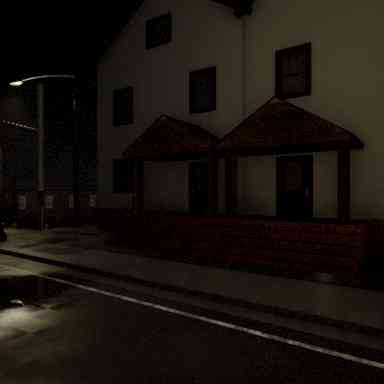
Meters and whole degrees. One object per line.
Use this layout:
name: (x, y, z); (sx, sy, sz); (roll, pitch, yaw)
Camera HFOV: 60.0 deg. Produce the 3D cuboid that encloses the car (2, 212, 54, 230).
car: (-14.686, 2.559, 29.459); (1.837, 1.490, 4.892); (0, -8, 36)
